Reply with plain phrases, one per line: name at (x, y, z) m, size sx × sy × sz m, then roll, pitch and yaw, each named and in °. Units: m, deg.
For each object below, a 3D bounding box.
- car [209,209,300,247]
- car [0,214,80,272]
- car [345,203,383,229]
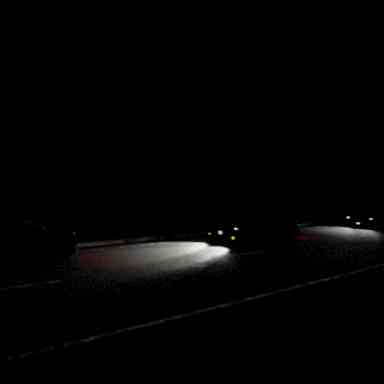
car at (2.760, 1.436, 14.449) m, size 4.181 × 1.385 × 1.994 m, roll 0°, pitch 1°, yaw -36°
car at (-5.518, 1.373, 8.746) m, size 4.902 × 1.511 × 2.128 m, roll 0°, pitch 1°, yaw -34°
car at (11.828, 1.428, 20.891) m, size 5.357 × 1.411 × 2.033 m, roll 0°, pitch 1°, yaw -35°
